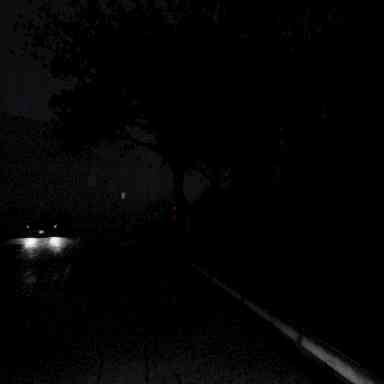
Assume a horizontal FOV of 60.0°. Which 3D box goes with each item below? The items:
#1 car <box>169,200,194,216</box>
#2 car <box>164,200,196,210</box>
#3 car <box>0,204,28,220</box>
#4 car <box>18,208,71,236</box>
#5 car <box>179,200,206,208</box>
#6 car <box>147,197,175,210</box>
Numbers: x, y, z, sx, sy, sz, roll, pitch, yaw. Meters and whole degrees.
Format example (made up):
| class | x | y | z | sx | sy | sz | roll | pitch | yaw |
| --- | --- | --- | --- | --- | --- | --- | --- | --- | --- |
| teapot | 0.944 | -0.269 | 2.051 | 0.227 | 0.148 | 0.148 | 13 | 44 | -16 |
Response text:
| class | x | y | z | sx | sy | sz | roll | pitch | yaw |
| --- | --- | --- | --- | --- | --- | --- | --- | --- | --- |
| car | -0.583 | 2.002 | 39.142 | 1.812 | 1.442 | 4.674 | 0 | -1 | 22 |
| car | -2.047 | 2.111 | 56.261 | 5.008 | 1.535 | 2.097 | 0 | -1 | 22 |
| car | -18.086 | 1.932 | 33.740 | 2.128 | 1.511 | 4.902 | 0 | -1 | 23 |
| car | -8.559 | 1.760 | 20.206 | 2.033 | 1.411 | 5.357 | 0 | -1 | -13 |
| car | 0.059 | 2.202 | 61.504 | 4.674 | 1.452 | 2.002 | 0 | 0 | 22 |
| car | -4.172 | 1.804 | 51.025 | 5.566 | 2.045 | 2.435 | 0 | -1 | 22 |
